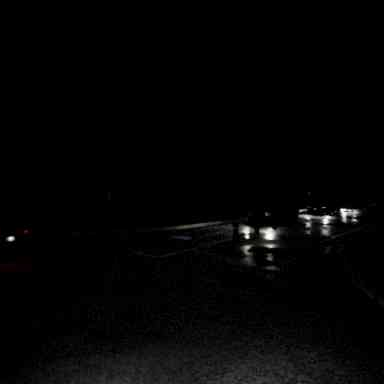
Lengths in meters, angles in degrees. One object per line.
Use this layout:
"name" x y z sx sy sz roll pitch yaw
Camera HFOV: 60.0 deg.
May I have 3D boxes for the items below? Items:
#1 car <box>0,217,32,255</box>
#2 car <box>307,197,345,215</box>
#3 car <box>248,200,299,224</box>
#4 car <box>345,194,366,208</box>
"car" -7.824 1.526 11.939 4.181 1.385 1.994 0 0 26
"car" 12.216 1.208 30.684 1.837 1.490 4.892 0 1 40
"car" 5.657 1.312 22.801 1.882 1.535 5.008 0 1 40
"car" 18.882 1.020 38.694 2.128 1.511 4.902 0 1 40
